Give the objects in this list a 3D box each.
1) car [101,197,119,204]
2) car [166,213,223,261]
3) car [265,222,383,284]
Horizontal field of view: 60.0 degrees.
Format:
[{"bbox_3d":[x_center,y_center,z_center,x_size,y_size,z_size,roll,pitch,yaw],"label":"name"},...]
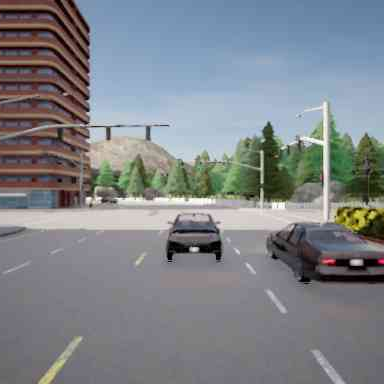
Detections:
[{"bbox_3d":[-16.532,1.689,66.547,1.837,1.490,4.892,0,0,-42],"label":"car"},{"bbox_3d":[0.075,1.527,12.450,2.128,1.511,4.902,0,0,0],"label":"car"},{"bbox_3d":[3.561,1.575,9.679,2.033,1.411,5.357,0,0,0],"label":"car"}]
